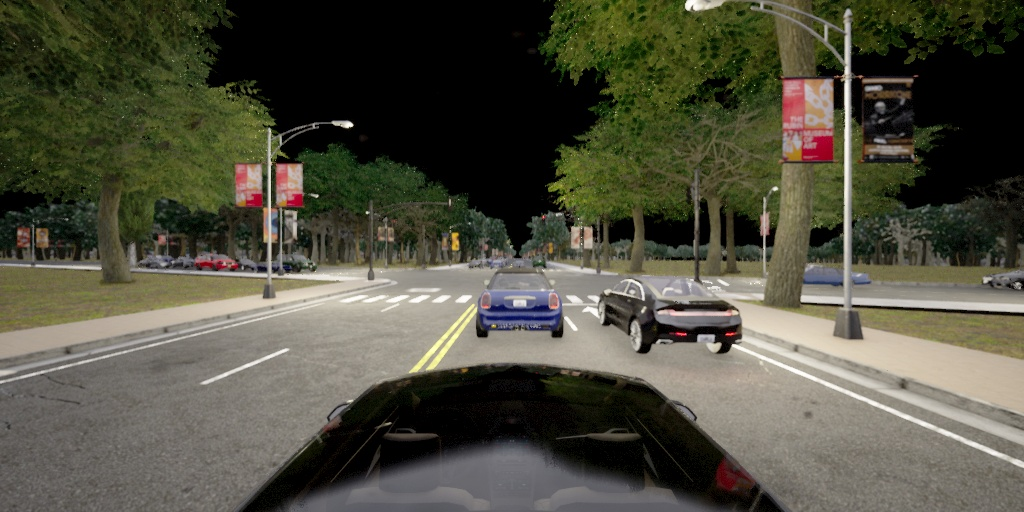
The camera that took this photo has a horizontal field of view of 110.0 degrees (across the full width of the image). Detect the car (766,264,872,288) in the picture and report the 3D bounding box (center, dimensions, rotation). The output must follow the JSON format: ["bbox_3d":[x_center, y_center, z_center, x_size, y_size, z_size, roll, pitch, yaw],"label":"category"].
[{"bbox_3d":[21.194,1.436,24.920,5.357,1.411,2.033,0,0,21],"label":"car"}]

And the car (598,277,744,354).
[{"bbox_3d":[3.446,1.243,8.759,2.128,1.511,4.902,0,0,0],"label":"car"}]

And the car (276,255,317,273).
[{"bbox_3d":[-25.448,0.850,42.071,5.566,2.045,2.150,0,0,24],"label":"car"}]

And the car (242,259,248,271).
[{"bbox_3d":[-34.600,1.085,46.179,4.892,1.490,1.837,1,0,24],"label":"car"}]

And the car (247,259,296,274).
[{"bbox_3d":[-25.949,1.234,38.715,4.718,1.301,1.895,0,0,27],"label":"car"}]

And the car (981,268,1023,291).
[{"bbox_3d":[33.743,1.447,22.827,4.902,1.511,2.128,0,0,24],"label":"car"}]

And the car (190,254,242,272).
[{"bbox_3d":[-35.532,0.802,43.027,5.566,2.045,2.150,1,0,24],"label":"car"}]

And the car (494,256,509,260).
[{"bbox_3d":[-2.054,1.266,65.328,2.128,1.511,4.902,0,0,2],"label":"car"}]

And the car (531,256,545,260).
[{"bbox_3d":[4.481,0.994,60.187,2.150,2.045,5.566,0,0,1],"label":"car"}]

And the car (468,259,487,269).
[{"bbox_3d":[-5.563,1.277,55.579,1.837,1.490,4.892,0,0,3],"label":"car"}]

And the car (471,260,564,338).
[{"bbox_3d":[0.213,1.104,10.354,2.097,1.767,4.553,0,0,1],"label":"car"}]

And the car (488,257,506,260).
[{"bbox_3d":[-2.254,1.295,54.541,1.812,1.442,4.674,0,0,1],"label":"car"}]
